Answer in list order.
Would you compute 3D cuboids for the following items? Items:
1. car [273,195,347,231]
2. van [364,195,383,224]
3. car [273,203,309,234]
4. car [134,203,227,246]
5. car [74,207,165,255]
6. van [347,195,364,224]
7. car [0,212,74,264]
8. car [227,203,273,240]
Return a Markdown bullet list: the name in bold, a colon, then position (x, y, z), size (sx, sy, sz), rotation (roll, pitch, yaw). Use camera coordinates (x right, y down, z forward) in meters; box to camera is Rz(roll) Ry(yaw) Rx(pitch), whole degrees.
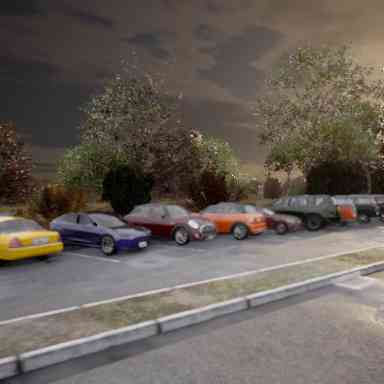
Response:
- **car**: position (6.205, 1.209, 20.575), size (5.566, 2.045, 2.435), rotation (-1, 0, 34)
- **van**: position (11.157, 1.217, 23.980), size (4.442, 1.987, 1.878), rotation (-1, -1, 34)
- **car**: position (3.818, 1.507, 18.821), size (4.674, 1.452, 2.002), rotation (-1, -1, 34)
- **car**: position (-1.039, 1.357, 15.361), size (4.553, 1.767, 2.185), rotation (-1, -1, 34)
- **car**: position (-3.741, 1.520, 13.348), size (4.792, 1.488, 2.163), rotation (-1, -1, 34)
- **van**: position (8.743, 1.225, 22.237), size (4.442, 1.987, 1.878), rotation (-1, -1, 34)
- **car**: position (-6.678, 1.499, 11.480), size (5.366, 1.575, 1.946), rotation (-1, 0, 34)
- **car**: position (1.424, 1.349, 17.059), size (4.553, 1.767, 2.185), rotation (-1, 0, 34)
